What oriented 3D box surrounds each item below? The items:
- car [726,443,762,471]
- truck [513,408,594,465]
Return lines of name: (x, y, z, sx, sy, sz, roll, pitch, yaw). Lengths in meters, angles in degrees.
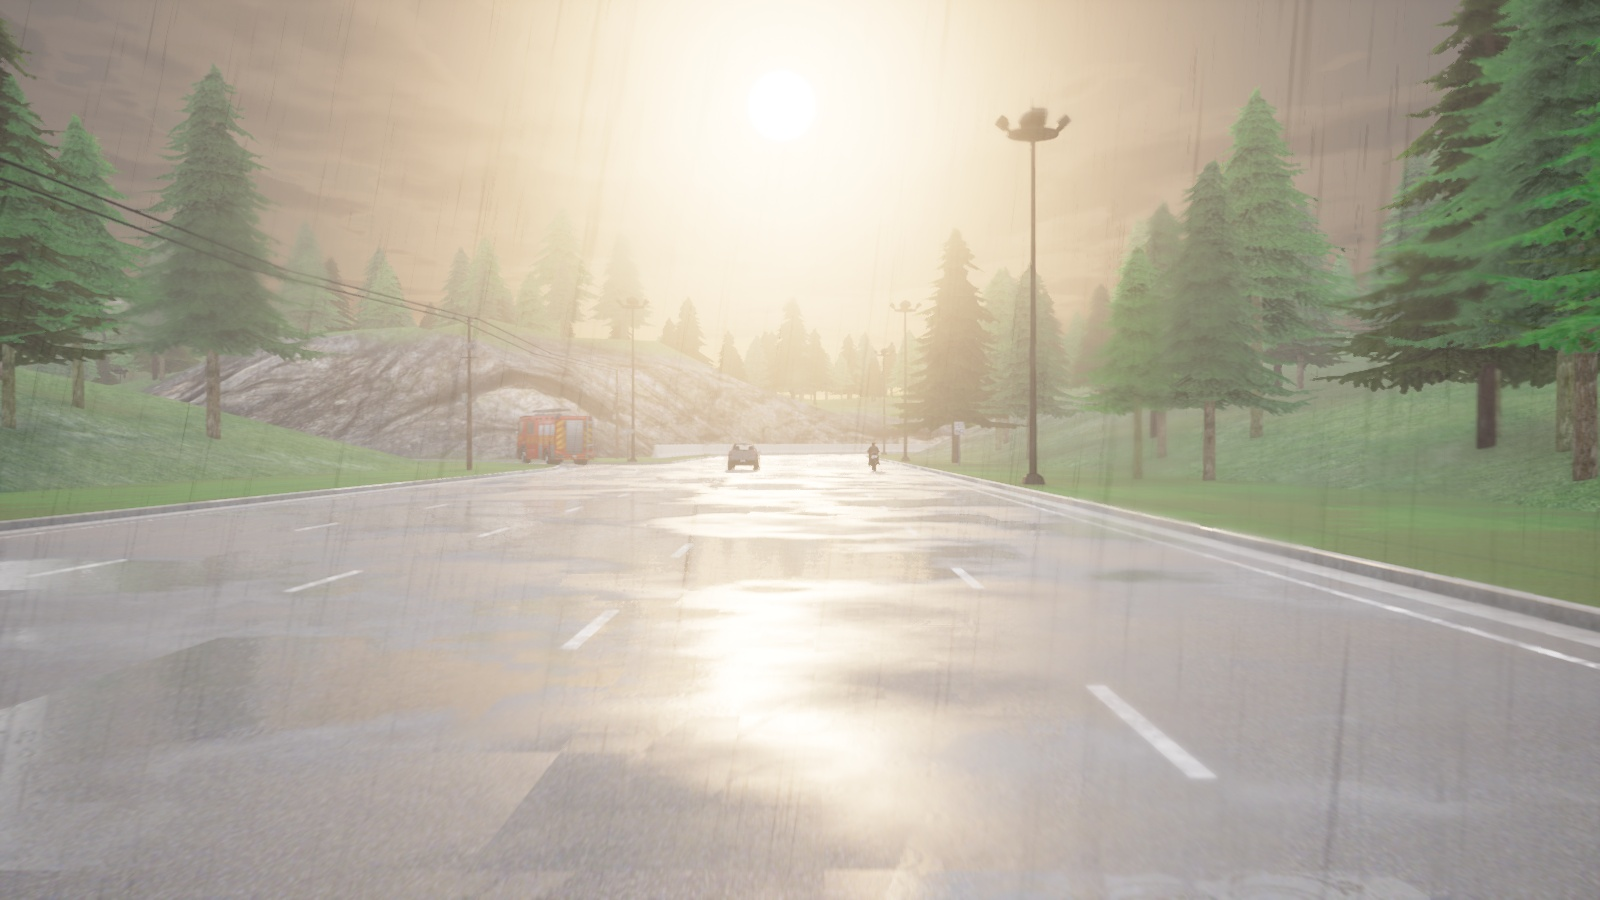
car: (-3.088, 0.364, 69.780, 1.845, 1.501, 3.633, 0, 0, 0)
truck: (-17.307, -0.927, 87.685, 2.891, 3.827, 8.468, 0, 0, -30)
